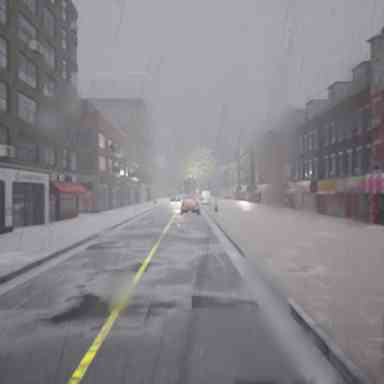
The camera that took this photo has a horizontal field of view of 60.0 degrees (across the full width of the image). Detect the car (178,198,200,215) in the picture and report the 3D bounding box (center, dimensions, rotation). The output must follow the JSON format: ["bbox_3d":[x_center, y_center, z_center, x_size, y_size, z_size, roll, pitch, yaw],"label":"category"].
[{"bbox_3d":[-0.191,1.567,33.129,1.895,1.301,4.718,0,0,0],"label":"car"}]

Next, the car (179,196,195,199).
[{"bbox_3d":[-0.315,1.304,46.775,2.097,1.767,4.553,0,0,0],"label":"car"}]

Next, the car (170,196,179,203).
[{"bbox_3d":[-3.364,1.495,68.435,1.994,1.385,4.181,0,0,0],"label":"car"}]

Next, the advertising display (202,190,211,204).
[{"bbox_3d":[2.485,0.960,58.255,1.540,2.440,0.280,0,0,-1],"label":"advertising display"}]
